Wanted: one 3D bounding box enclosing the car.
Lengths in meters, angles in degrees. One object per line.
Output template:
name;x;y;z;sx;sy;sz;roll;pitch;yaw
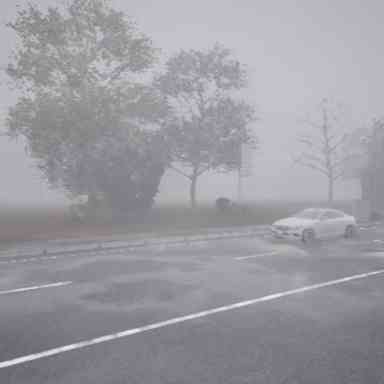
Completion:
car;5.892;1.500;15.793;4.674;1.442;1.812;0;0;-30
